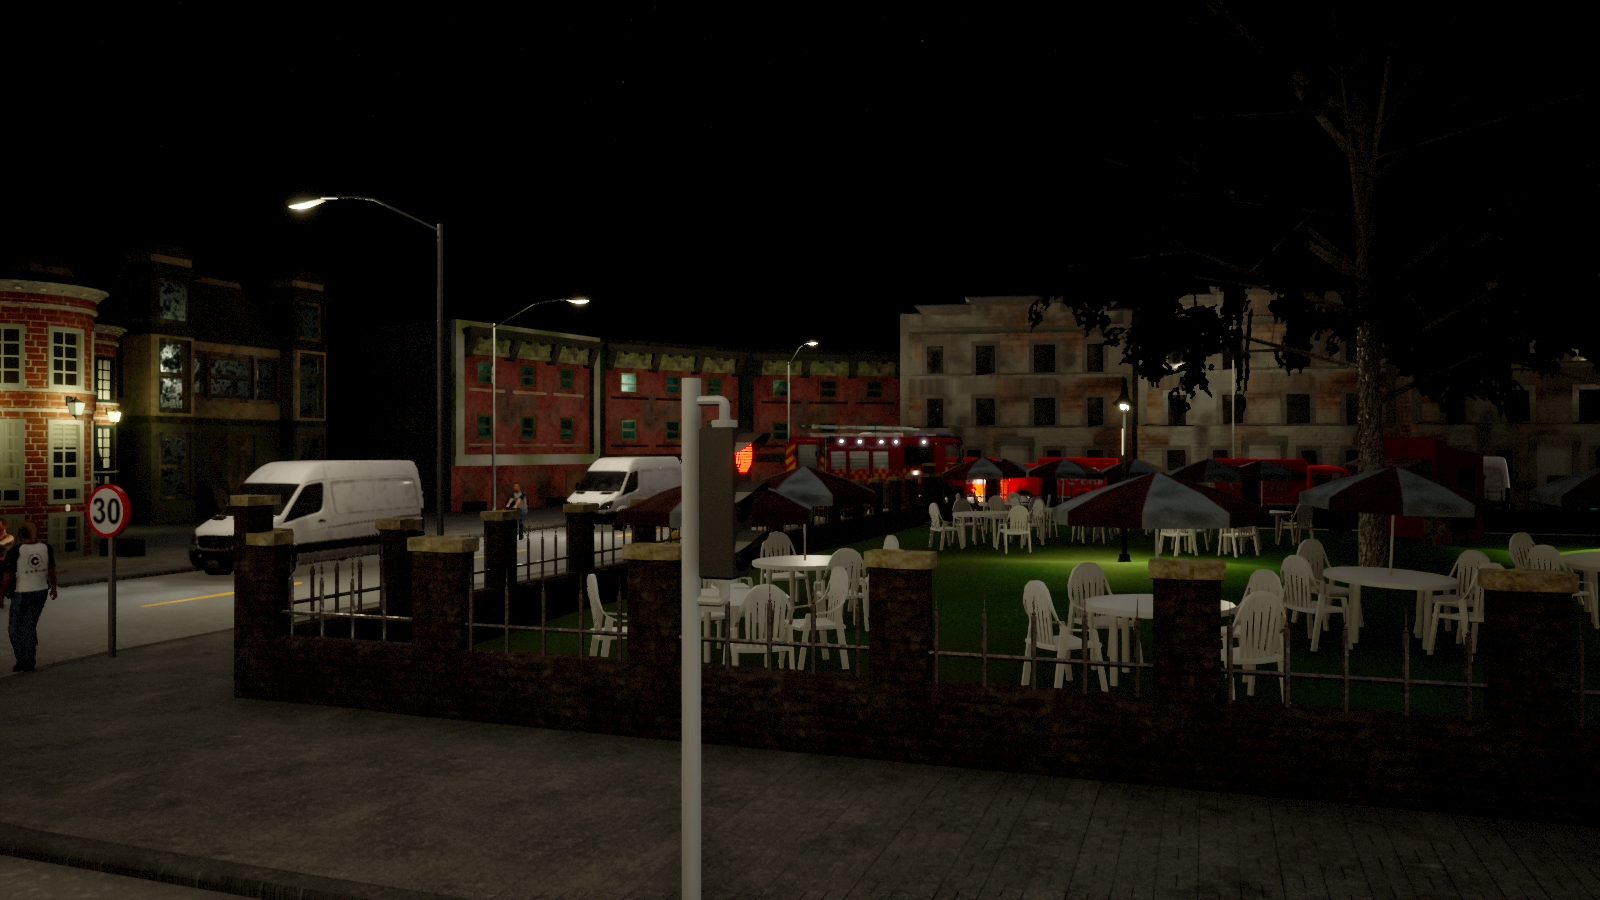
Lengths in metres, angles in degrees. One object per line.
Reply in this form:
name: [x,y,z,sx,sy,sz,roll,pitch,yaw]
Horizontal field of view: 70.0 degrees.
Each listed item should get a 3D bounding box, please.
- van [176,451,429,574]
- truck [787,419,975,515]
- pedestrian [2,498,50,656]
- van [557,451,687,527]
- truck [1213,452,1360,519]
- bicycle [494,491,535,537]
van: [-11.480,1.314,26.986,1.988,2.561,5.915,0,0,20]
truck: [3.640,0.672,49.315,8.468,3.827,2.891,0,0,-40]
pedestrian: [-9.363,1.518,13.825,0.375,1.860,0.375,0,0,35]
van: [-6.333,1.314,41.503,1.988,2.561,5.915,0,0,21]
truck: [19.063,1.342,45.075,5.204,2.467,2.627,0,0,20]
bicycle: [-8.678,1.936,34.795,0.373,1.296,1.643,0,0,20]
